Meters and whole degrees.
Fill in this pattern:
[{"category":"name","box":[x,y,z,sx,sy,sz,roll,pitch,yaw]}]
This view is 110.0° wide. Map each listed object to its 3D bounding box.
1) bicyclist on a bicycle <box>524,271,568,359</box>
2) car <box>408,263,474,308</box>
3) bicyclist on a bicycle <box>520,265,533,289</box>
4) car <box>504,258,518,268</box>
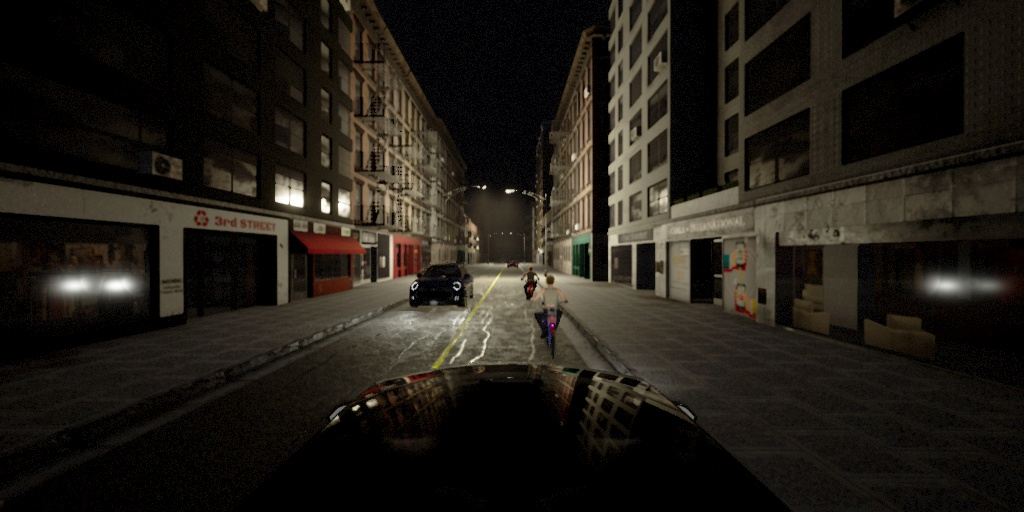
[{"category":"bicyclist on a bicycle","box":[0.778,1.192,7.473,0.866,1.612,1.509,0,-1,0]},{"category":"car","box":[-2.847,1.114,15.282,2.097,1.767,4.553,0,0,0]},{"category":"bicyclist on a bicycle","box":[0.768,1.198,14.984,0.866,1.612,1.509,0,-1,0]},{"category":"car","box":[0.120,1.439,61.847,1.895,1.301,4.718,0,0,0]}]
